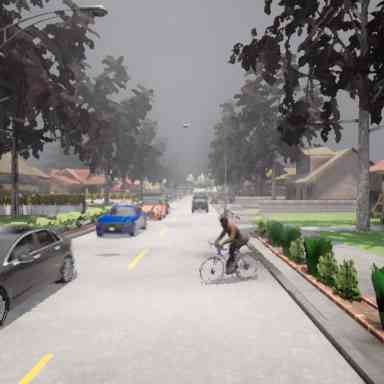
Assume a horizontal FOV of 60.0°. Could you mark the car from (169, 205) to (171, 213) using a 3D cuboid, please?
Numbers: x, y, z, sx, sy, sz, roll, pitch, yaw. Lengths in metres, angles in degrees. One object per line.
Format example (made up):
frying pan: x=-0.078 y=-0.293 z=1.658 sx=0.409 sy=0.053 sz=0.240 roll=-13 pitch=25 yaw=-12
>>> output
car: x=-3.291 y=1.562 z=33.751 sx=1.994 sy=1.385 sz=4.181 roll=0 pitch=0 yaw=2

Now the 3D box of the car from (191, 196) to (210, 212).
car: x=0.933 y=1.501 z=37.940 sx=1.837 sy=1.490 sz=4.892 roll=0 pitch=0 yaw=2

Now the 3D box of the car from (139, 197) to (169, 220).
car: x=-3.387 y=1.350 z=27.551 sx=2.097 sy=1.767 sz=4.553 roll=0 pitch=0 yaw=1

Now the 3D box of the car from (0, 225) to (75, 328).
car: x=-3.977 y=1.505 z=6.765 sx=1.837 sy=1.490 sz=4.892 roll=0 pitch=0 yaw=1

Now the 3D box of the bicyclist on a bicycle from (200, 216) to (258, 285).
bicyclist on a bicycle: x=0.931 y=1.420 z=8.175 sx=1.656 sy=1.620 sz=0.582 roll=-1 pitch=2 yaw=-24

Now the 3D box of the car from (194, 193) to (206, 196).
car: x=1.194 y=1.218 z=49.864 sx=2.150 sy=2.045 sz=5.566 roll=0 pitch=0 yaw=2

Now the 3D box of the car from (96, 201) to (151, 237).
car: x=-3.705 y=1.476 z=18.131 sx=1.882 sy=1.535 sz=5.008 roll=0 pitch=0 yaw=1
